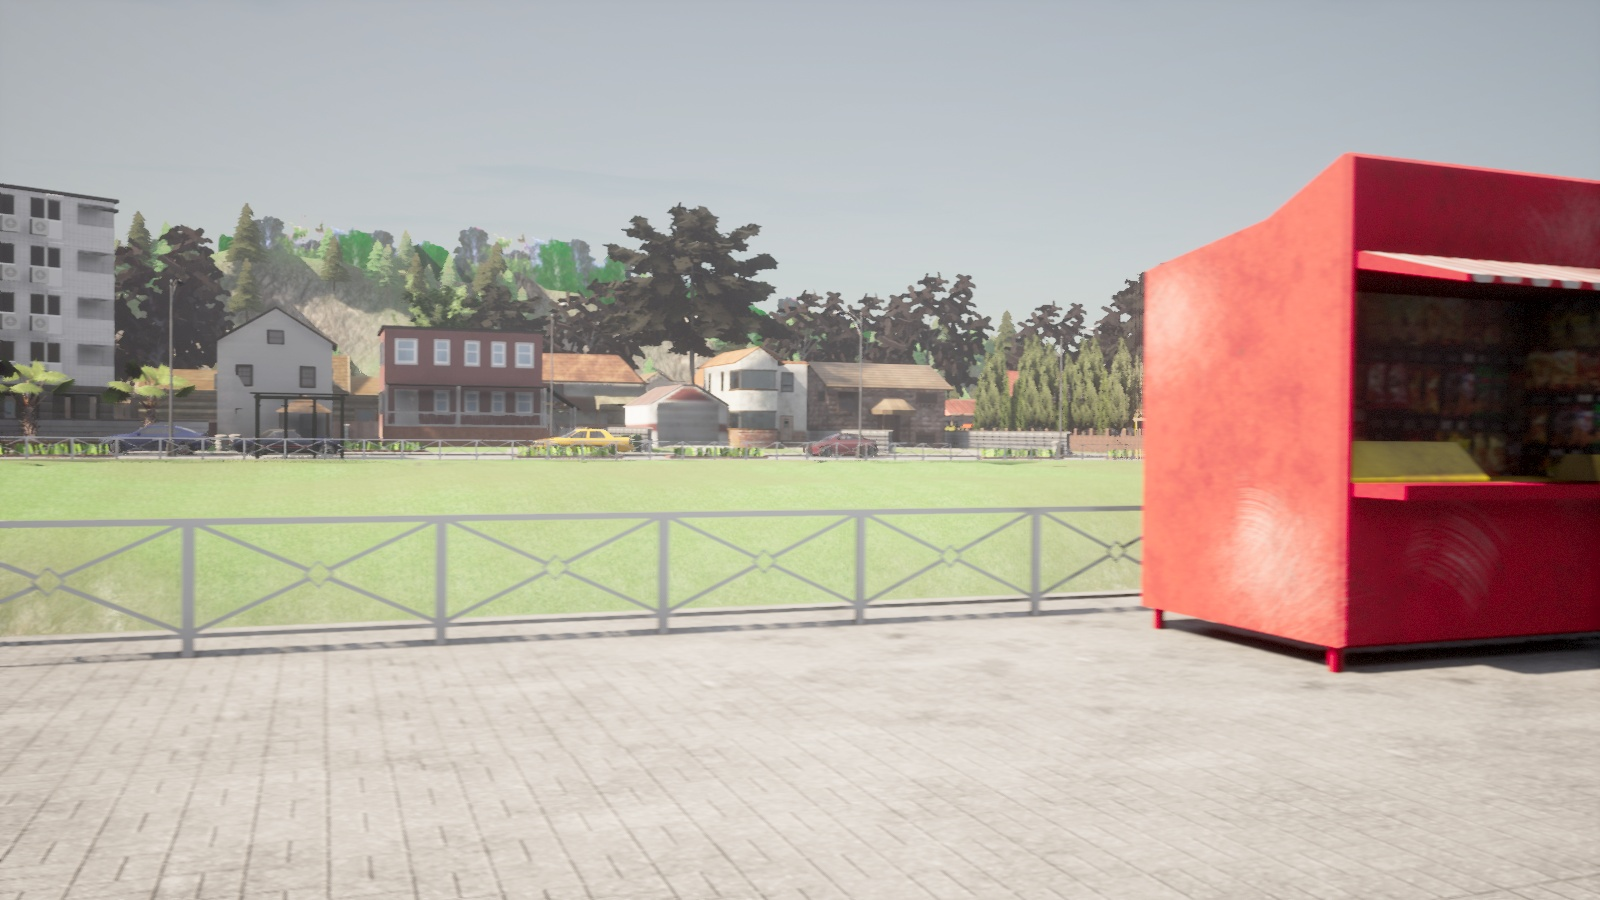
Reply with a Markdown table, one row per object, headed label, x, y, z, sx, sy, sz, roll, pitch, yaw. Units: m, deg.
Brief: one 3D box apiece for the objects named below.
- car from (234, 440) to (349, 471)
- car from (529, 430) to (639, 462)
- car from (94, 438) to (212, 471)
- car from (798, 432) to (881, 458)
| label | x | y | z | sx | sy | sz | roll | pitch | yaw |
| --- | --- | --- | --- | --- | --- | --- | --- | --- | --- |
| car | -22.951 | 0.223 | 56.785 | 4.718 | 1.301 | 1.895 | -1 | 1 | -21 |
| car | -11.251 | -0.207 | 65.500 | 5.366 | 1.575 | 1.801 | -1 | 1 | -21 |
| car | -30.012 | 0.198 | 58.383 | 4.674 | 1.442 | 1.812 | -1 | 1 | -21 |
| car | 2.226 | -0.311 | 70.615 | 4.181 | 1.385 | 1.994 | -1 | 1 | -21 |
